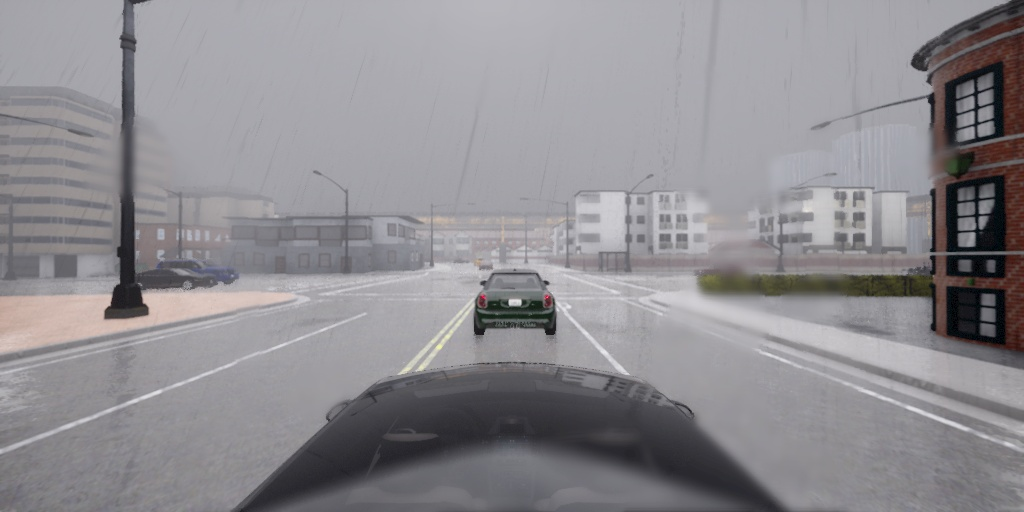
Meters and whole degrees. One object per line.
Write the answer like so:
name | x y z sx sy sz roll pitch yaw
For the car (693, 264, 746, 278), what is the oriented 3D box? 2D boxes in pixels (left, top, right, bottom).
car | 20.280 1.482 35.168 4.674 1.442 1.812 0 0 2

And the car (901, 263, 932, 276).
car | 40.104 1.440 33.924 4.902 1.511 2.128 0 -1 12

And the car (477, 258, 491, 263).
car | -3.764 1.293 52.326 1.882 1.535 5.008 0 1 -3

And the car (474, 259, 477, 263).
car | -5.410 1.109 63.113 1.882 1.535 5.008 0 1 -16

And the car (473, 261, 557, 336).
car | 0.085 1.157 10.797 2.097 1.767 4.553 0 0 0

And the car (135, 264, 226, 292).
car | -22.758 1.532 24.194 5.008 1.535 1.882 -1 0 -1

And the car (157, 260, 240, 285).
car | -24.311 1.319 27.660 5.566 2.045 2.150 -1 0 -1
